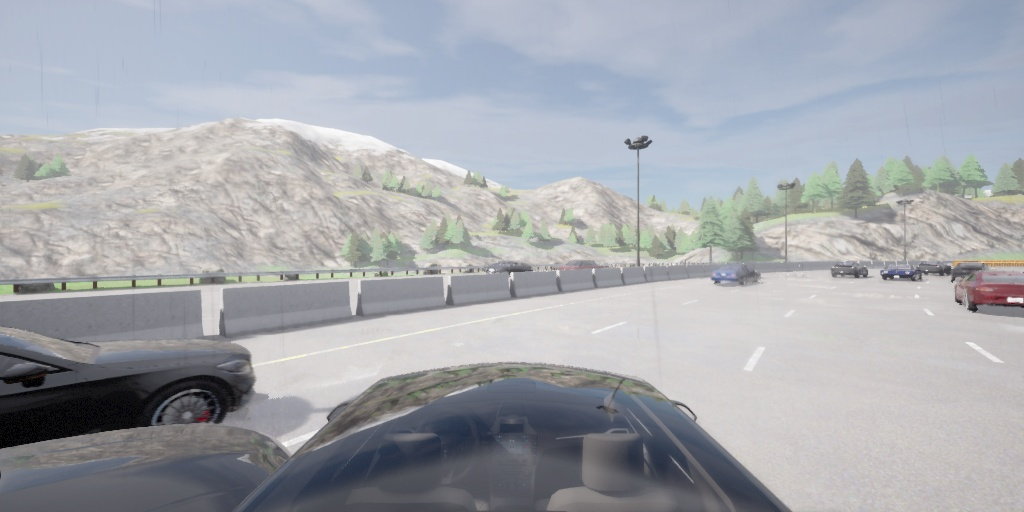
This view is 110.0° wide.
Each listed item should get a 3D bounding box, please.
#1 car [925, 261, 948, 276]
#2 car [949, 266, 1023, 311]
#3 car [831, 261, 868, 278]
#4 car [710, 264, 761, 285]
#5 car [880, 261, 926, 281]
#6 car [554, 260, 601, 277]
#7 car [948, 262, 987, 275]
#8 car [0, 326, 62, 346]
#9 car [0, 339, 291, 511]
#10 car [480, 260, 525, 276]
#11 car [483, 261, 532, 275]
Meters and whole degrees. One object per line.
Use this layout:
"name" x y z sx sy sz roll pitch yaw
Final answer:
"car" 43.310 1.241 36.831 4.902 1.511 2.128 0 0 -31
"car" 18.171 1.275 13.371 4.674 1.442 1.812 0 0 -44
"car" 31.372 1.241 33.307 4.902 1.511 2.128 0 0 -35
"car" 16.136 1.297 25.789 5.357 1.411 2.033 0 0 -41
"car" 32.306 1.351 29.698 4.718 1.301 1.895 0 0 -35
"car" 5.563 1.102 30.552 4.553 1.767 2.097 0 0 -43
"car" 35.603 1.252 27.727 4.892 1.490 1.837 1 -1 -36
"car" -4.994 1.276 3.004 1.812 1.442 4.674 0 0 37
"car" -2.981 1.255 0.495 4.892 1.490 1.837 0 0 -45
"car" -0.935 1.255 38.860 4.892 1.490 1.837 0 0 -42
"car" -0.146 1.241 34.796 4.902 1.511 2.128 0 0 -43
